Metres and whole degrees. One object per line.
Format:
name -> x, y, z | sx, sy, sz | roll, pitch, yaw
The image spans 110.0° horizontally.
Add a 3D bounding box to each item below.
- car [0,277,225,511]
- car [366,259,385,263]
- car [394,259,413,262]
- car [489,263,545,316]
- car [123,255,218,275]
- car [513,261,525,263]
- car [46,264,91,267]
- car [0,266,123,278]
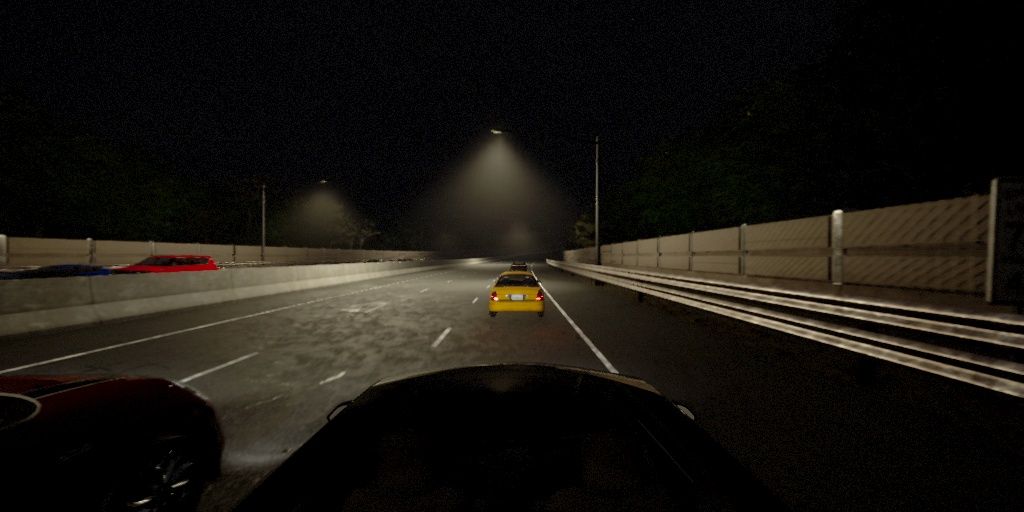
car -> -3.385, 1.102, 1.025 | 2.097, 1.767, 4.553 | 0, 0, 0
car -> -23.028, 1.245, 60.466 | 2.128, 1.511, 4.902 | 0, 0, 3
car -> -16.260, 1.287, 55.951 | 1.812, 1.442, 4.674 | 0, 0, 3
car -> 0.177, 1.206, 13.249 | 1.801, 1.575, 5.366 | 0, 0, 1
car -> -20.903, 0.956, 21.852 | 2.150, 2.045, 5.566 | 0, 0, 1
car -> 0.853, 1.273, 42.461 | 2.128, 1.511, 4.902 | 0, 0, 2
car -> -24.439, 1.207, 19.497 | 1.882, 1.535, 5.008 | 0, 0, 1
car -> -17.525, 1.261, 12.861 | 1.812, 1.442, 4.674 | 0, 0, 1
